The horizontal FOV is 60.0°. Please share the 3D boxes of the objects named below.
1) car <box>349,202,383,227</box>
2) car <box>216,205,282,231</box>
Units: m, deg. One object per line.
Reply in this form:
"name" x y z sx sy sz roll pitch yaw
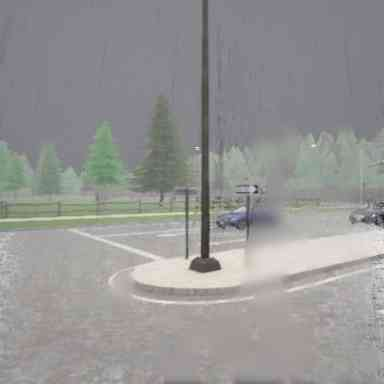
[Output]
"car" 12.748 1.485 22.883 4.902 1.511 2.128 0 0 -35
"car" 3.639 1.523 20.683 4.674 1.442 1.812 0 0 -36
